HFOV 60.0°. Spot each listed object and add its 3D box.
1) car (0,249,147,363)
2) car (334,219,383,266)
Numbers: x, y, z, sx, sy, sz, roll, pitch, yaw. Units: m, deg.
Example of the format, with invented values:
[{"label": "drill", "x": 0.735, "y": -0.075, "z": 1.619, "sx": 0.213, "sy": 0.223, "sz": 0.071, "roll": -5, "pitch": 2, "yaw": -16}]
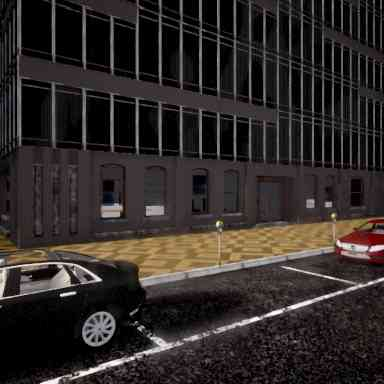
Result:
[{"label": "car", "x": -2.780, "y": 1.551, "z": 4.577, "sx": 4.403, "sy": 1.369, "sz": 2.008, "roll": 0, "pitch": 0, "yaw": -35}, {"label": "car", "x": 6.510, "y": 1.582, "z": 11.157, "sx": 4.206, "sy": 1.307, "sz": 1.802, "roll": 0, "pitch": 0, "yaw": -35}]
